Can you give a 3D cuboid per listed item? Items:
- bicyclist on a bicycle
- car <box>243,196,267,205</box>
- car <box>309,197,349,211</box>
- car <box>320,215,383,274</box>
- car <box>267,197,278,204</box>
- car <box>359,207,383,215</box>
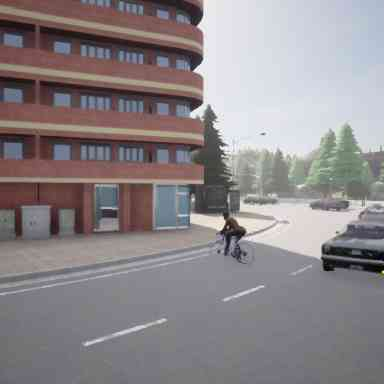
[{"bbox_3d":[1.229,1.455,10.455,1.656,1.620,0.582,-3,-2,41],"label":"bicyclist on a bicycle"},{"bbox_3d":[10.765,1.505,58.969,1.837,1.490,4.892,0,0,-20],"label":"car"},{"bbox_3d":[16.548,1.547,41.035,2.033,1.411,5.357,0,0,-10],"label":"car"},{"bbox_3d":[5.433,1.601,10.178,1.895,1.301,4.718,0,0,36],"label":"car"},{"bbox_3d":[13.576,1.547,61.250,2.033,1.411,5.357,0,0,-20],"label":"car"},{"bbox_3d":[10.676,1.564,19.053,1.994,1.385,4.181,0,0,23],"label":"car"}]
